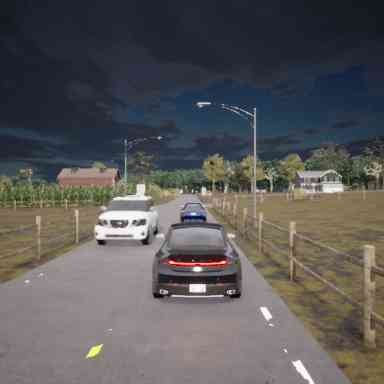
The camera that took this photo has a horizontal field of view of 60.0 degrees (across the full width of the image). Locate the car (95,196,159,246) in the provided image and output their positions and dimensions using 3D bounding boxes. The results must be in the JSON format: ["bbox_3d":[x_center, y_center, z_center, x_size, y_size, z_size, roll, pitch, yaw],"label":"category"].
[{"bbox_3d":[-2.847,1.214,15.713,2.150,2.045,5.566,0,0,0],"label":"car"}]

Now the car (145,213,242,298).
[{"bbox_3d":[0.101,1.505,8.489,1.837,1.490,4.892,0,0,0],"label":"car"}]

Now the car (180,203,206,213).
[{"bbox_3d":[0.105,1.538,26.150,1.994,1.385,4.181,0,0,0],"label":"car"}]
